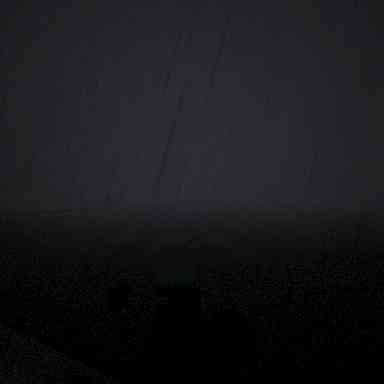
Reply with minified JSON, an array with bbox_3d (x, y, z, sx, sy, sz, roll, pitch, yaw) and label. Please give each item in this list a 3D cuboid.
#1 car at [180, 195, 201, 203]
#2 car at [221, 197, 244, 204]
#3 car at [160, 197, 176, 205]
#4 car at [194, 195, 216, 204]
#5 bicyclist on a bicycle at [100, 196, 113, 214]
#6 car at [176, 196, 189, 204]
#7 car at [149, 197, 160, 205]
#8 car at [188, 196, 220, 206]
[{"bbox_3d":[-0.202,1.477,68.917,1.882,1.535,5.008,0,0,35],"label":"car"},{"bbox_3d":[7.952,1.601,62.253,1.895,1.301,4.718,0,0,35],"label":"car"},{"bbox_3d":[-3.025,1.564,58.659,1.994,1.385,4.181,0,0,35],"label":"car"},{"bbox_3d":[2.668,1.477,66.914,1.882,1.535,5.008,0,0,35],"label":"car"},{"bbox_3d":[-8.062,1.156,31.742,1.656,1.620,0.582,33,17,27],"label":"bicyclist on a bicycle"},{"bbox_3d":[-0.152,1.564,56.662,1.994,1.385,4.181,0,0,35],"label":"car"},{"bbox_3d":[-5.855,1.564,60.712,1.994,1.385,4.181,0,0,35],"label":"car"},{"bbox_3d":[1.990,1.478,53.634,1.882,1.535,5.008,0,0,35],"label":"car"}]
